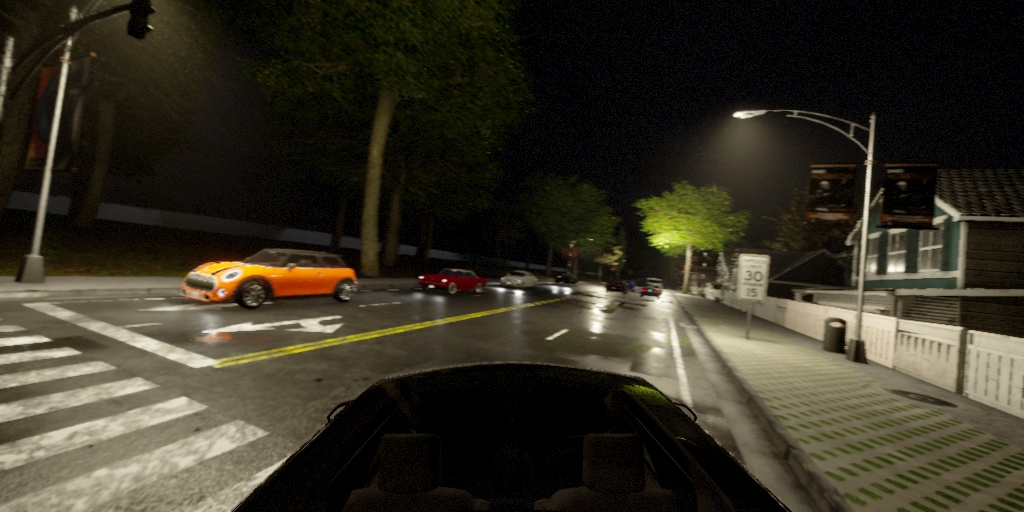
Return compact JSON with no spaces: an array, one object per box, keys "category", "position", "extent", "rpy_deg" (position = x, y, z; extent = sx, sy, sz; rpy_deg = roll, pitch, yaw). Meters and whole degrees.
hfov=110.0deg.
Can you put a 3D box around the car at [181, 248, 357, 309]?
[{"category":"car","position":[-7.197,0.539,11.251],"extent":[2.097,1.767,4.553],"rpy_deg":[5,-1,23]}]

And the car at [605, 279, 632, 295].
[{"category":"car","position":[10.971,3.170,37.416],"extent":[1.882,1.535,5.008],"rpy_deg":[5,-2,23]}]

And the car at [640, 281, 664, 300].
[{"category":"car","position":[13.991,3.529,36.125],"extent":[2.033,1.411,5.357],"rpy_deg":[5,-2,23]}]

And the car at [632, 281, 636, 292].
[{"category":"car","position":[15.411,3.927,48.077],"extent":[1.882,1.535,5.008],"rpy_deg":[5,-1,23]}]

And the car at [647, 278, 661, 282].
[{"category":"car","position":[19.151,4.077,48.347],"extent":[2.150,2.045,5.566],"rpy_deg":[5,-2,23]}]

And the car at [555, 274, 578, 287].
[{"category":"car","position":[6.720,2.927,44.145],"extent":[1.895,1.301,4.718],"rpy_deg":[5,-2,23]}]

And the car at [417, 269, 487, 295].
[{"category":"car","position":[-3.298,1.401,20.587],"extent":[1.895,1.301,4.718],"rpy_deg":[5,-1,23]}]

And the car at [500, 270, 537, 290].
[{"category":"car","position":[0.685,1.953,30.018],"extent":[1.812,1.442,4.674],"rpy_deg":[5,-1,23]}]
